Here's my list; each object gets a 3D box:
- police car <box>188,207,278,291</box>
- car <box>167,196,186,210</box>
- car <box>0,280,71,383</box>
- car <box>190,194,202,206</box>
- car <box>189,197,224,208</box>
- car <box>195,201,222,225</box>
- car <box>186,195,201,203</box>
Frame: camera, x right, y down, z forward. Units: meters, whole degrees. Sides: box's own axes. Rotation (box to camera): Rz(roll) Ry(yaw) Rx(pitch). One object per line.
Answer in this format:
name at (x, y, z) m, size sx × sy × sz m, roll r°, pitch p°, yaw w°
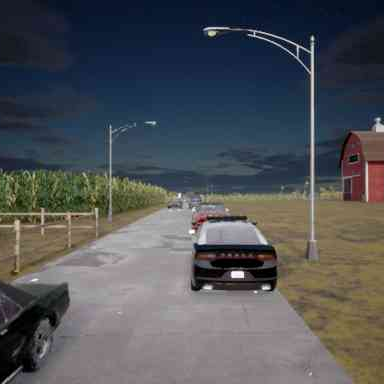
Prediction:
police car at (0.931, 1.430, 9.153) m, size 1.930 × 1.638 × 5.238 m, roll 0°, pitch 0°, yaw 1°
car at (-2.310, 1.662, 45.602) m, size 1.994 × 1.385 × 4.181 m, roll 0°, pitch 0°, yaw 1°
car at (-2.817, 1.602, 2.892) m, size 1.895 × 1.301 × 4.718 m, roll 0°, pitch 0°, yaw 1°
car at (0.717, 1.482, 60.644) m, size 2.150 × 2.045 × 5.566 m, roll 0°, pitch -1°, yaw 1°
car at (1.048, 1.366, 19.014) m, size 2.097 × 1.767 × 4.553 m, roll 0°, pitch 0°, yaw 1°
car at (1.120, 1.527, 25.046) m, size 1.837 × 1.490 × 4.892 m, roll 0°, pitch 0°, yaw 1°
car at (0.560, 1.598, 46.486) m, size 2.128 × 1.511 × 4.902 m, roll 0°, pitch 0°, yaw 1°
